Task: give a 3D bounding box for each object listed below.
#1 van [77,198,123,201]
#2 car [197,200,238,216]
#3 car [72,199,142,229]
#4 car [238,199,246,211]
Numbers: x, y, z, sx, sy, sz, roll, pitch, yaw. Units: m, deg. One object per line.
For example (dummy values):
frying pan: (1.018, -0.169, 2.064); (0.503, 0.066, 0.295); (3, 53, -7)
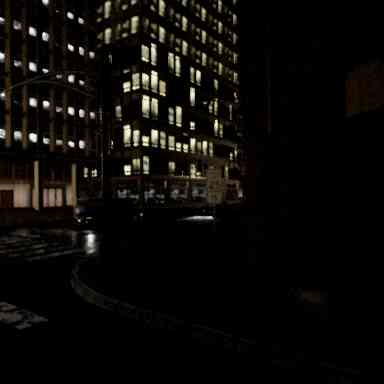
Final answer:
van: (-6.605, 1.301, 23.957); (1.690, 1.788, 3.998); (-1, -1, 36)
car: (2.247, 1.517, 31.815); (1.994, 1.385, 4.181); (-1, 0, 36)
car: (-5.265, 1.433, 21.422); (1.837, 1.490, 4.892); (-1, -1, 33)
car: (6.265, 1.532, 41.841); (1.752, 1.417, 4.829); (-1, -1, 36)
